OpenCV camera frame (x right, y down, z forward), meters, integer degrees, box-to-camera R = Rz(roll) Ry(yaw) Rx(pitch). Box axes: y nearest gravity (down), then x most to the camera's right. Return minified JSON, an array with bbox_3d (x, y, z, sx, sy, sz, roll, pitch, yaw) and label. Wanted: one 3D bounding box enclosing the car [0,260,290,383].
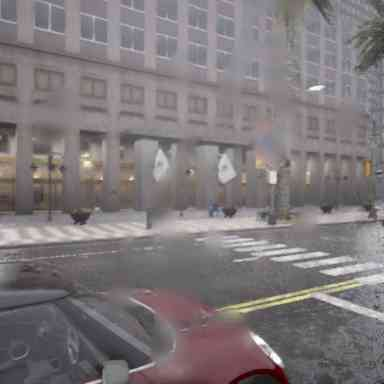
[{"bbox_3d":[-1.344,1.337,2.394,4.553,1.767,2.097,0,0,-35],"label":"car"}]
